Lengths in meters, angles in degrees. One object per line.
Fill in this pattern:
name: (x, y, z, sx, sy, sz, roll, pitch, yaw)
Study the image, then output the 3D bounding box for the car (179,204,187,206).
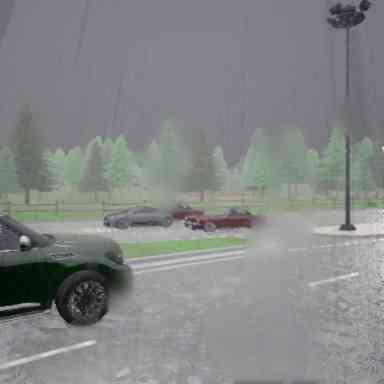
car: (-1.484, 1.567, 25.184, 4.718, 1.301, 1.895, 0, 0, -27)

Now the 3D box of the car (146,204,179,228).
car: (-3.257, 1.538, 20.442, 4.181, 1.385, 1.994, 0, 0, -26)

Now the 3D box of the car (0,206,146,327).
car: (-3.780, 1.218, 5.352, 5.566, 2.045, 2.150, 0, 0, -35)

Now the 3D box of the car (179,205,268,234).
car: (1.919, 1.572, 19.072, 4.718, 1.301, 1.895, 0, 0, -27)
